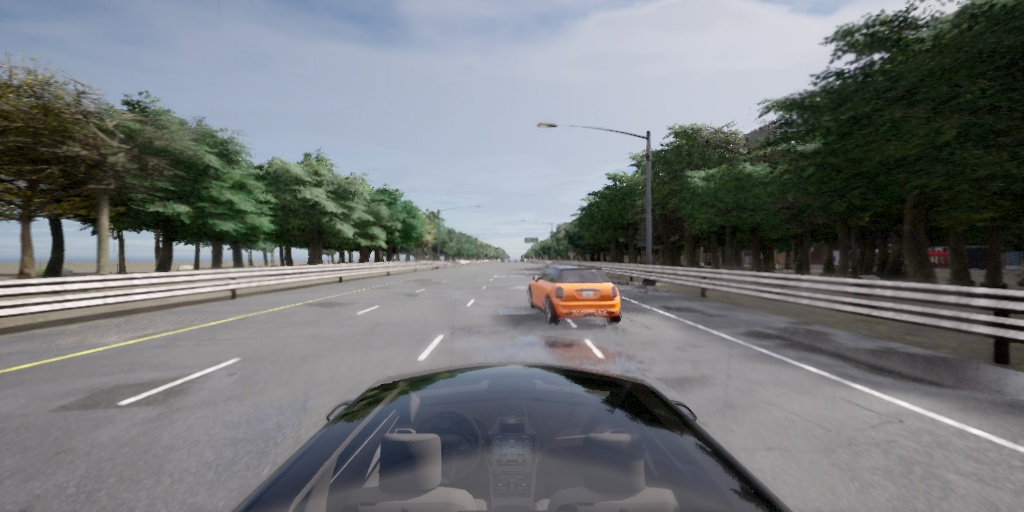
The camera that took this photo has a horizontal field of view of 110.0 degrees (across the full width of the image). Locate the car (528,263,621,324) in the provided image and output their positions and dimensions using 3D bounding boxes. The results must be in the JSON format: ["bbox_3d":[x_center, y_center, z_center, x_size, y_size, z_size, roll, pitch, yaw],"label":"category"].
[{"bbox_3d":[1.859,1.075,12.028,2.097,1.767,4.553,0,0,-7],"label":"car"}]
